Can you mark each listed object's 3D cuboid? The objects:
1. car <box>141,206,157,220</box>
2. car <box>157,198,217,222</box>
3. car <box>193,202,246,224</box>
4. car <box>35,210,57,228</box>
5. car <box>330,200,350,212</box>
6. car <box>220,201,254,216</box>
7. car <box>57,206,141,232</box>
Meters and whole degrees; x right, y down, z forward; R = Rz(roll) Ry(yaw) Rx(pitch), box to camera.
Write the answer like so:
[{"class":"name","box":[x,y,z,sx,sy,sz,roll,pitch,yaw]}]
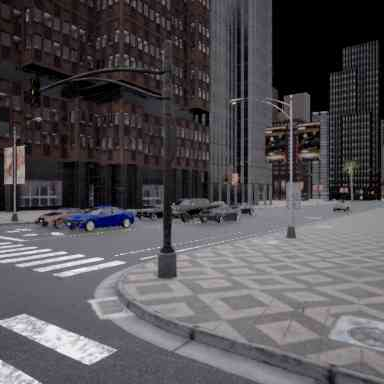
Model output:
[{"class":"car","box":[-3.281,1.974,31.975,1.895,1.301,4.718,0,-1,35]},{"class":"car","box":[-0.312,1.607,30.543,2.150,2.045,5.566,0,-1,35]},{"class":"car","box":[2.447,1.895,28.473,1.837,1.490,4.892,0,0,35]},{"class":"car","box":[-8.951,1.795,23.922,1.994,1.385,4.181,0,-1,36]},{"class":"car","box":[24.183,2.430,53.678,2.033,1.411,5.357,0,-1,34]},{"class":"car","box":[5.612,2.027,38.935,2.128,1.511,4.902,0,-1,35]},{"class":"car","box":[-6.086,1.718,22.350,1.882,1.535,5.008,0,-1,35]}]
